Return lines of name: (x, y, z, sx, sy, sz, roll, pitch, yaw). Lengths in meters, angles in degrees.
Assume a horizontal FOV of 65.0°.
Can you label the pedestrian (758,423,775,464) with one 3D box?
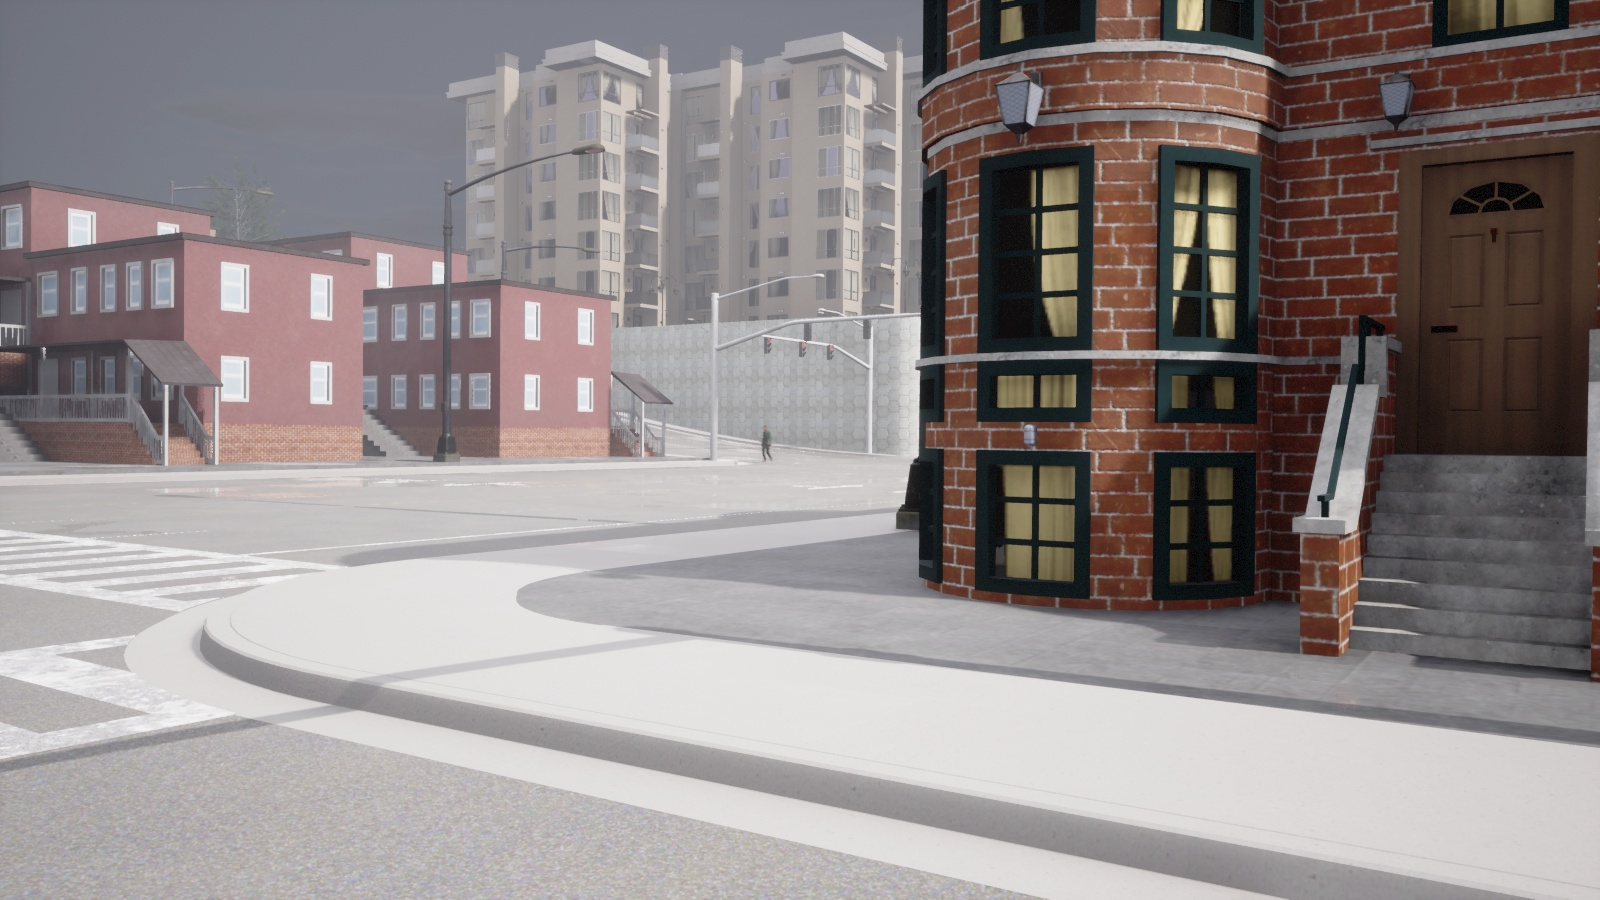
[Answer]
pedestrian: (-1.618, -0.324, 60.087, 0.423, 1.949, 0.788, 0, 1, 34)
